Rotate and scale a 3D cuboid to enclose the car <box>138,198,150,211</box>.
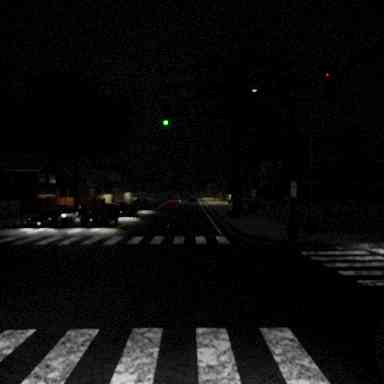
[{"bbox_3d":[-6.614,1.588,43.456,1.837,1.490,4.892,0,1,0],"label":"car"}]

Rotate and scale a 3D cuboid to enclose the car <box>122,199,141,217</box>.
[{"bbox_3d":[-6.615,1.691,33.051,1.994,1.385,4.181,0,0,0],"label":"car"}]

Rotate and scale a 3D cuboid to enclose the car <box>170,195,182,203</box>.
[{"bbox_3d":[-3.190,1.327,67.447,2.128,1.511,4.902,0,1,0],"label":"car"}]

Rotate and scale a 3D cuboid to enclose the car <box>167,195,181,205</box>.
[{"bbox_3d":[-3.185,1.543,57.461,1.895,1.301,4.718,0,1,0],"label":"car"}]

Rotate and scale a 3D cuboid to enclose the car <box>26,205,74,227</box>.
[{"bbox_3d":[-9.865,1.651,24.073,2.033,1.411,5.357,0,0,0],"label":"car"}]

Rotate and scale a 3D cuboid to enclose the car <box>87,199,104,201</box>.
[{"bbox_3d":[-9.868,1.479,33.459,2.097,1.767,4.553,0,0,0],"label":"car"}]

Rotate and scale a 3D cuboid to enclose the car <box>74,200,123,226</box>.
[{"bbox_3d":[-6.613,1.609,24.154,1.837,1.490,4.892,0,0,0],"label":"car"}]

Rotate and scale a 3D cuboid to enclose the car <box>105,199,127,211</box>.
[{"bbox_3d":[-9.866,1.683,43.505,1.895,1.301,4.718,0,0,0],"label":"car"}]

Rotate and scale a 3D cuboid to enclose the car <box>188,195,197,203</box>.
[{"bbox_3d":[0.064,1.321,66.759,1.882,1.535,5.008,0,1,0],"label":"car"}]
